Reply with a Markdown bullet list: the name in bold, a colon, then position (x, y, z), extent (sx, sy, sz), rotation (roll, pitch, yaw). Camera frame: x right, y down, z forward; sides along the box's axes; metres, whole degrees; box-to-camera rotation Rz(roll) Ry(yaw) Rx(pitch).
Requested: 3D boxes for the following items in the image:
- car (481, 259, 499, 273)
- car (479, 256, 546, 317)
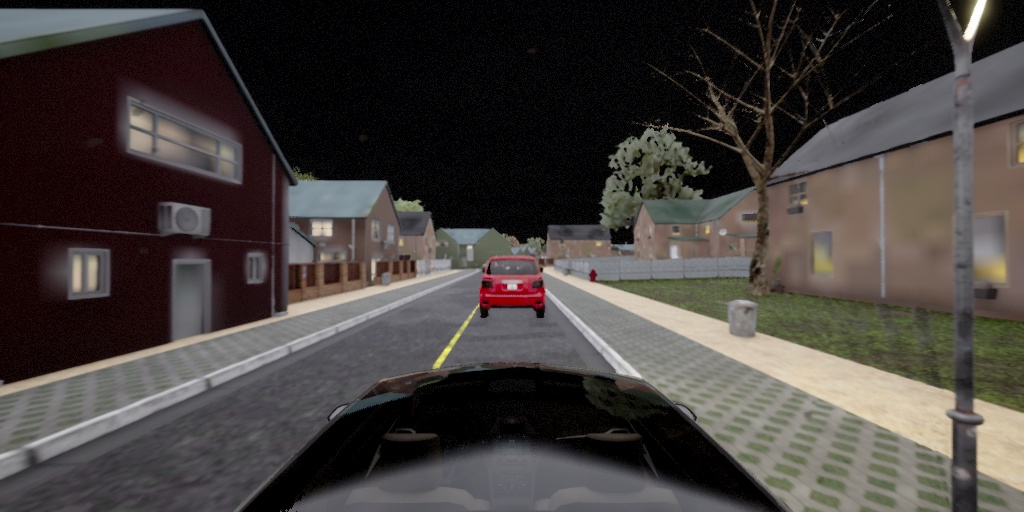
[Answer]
- **car**: position (-2.809, 1.287, 46.810), extent (2.097, 1.767, 4.553), rotation (0, 0, 0)
- **car**: position (0.030, 1.012, 13.453), extent (2.150, 2.045, 5.566), rotation (0, 0, 0)
